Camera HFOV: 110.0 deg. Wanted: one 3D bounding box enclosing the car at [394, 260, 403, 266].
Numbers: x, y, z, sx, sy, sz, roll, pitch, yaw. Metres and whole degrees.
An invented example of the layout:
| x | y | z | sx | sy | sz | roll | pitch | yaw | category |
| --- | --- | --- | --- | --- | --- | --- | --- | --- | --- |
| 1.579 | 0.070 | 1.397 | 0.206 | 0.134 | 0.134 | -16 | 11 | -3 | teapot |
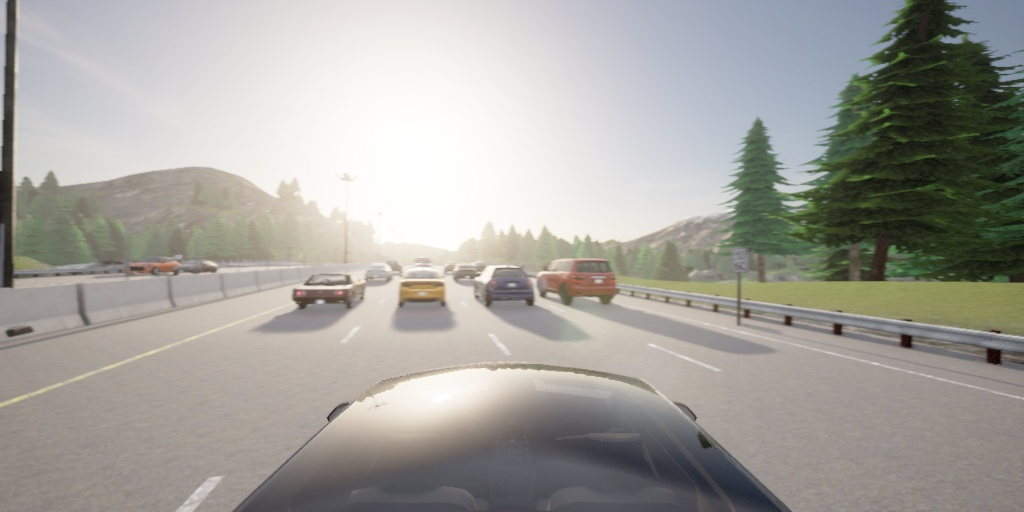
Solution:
| x | y | z | sx | sy | sz | roll | pitch | yaw | category |
| --- | --- | --- | --- | --- | --- | --- | --- | --- | --- |
| -14.497 | 1.212 | 43.916 | 2.097 | 1.767 | 4.553 | 1 | 0 | -14 | car |

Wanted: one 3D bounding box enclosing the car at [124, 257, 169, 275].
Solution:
| x | y | z | sx | sy | sz | roll | pitch | yaw | category |
| --- | --- | --- | --- | --- | --- | --- | --- | --- | --- |
| -33.596 | 0.853 | 33.651 | 2.097 | 1.767 | 4.553 | 1 | 0 | -14 | car |

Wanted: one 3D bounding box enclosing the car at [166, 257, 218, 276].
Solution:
| x | y | z | sx | sy | sz | roll | pitch | yaw | category |
| --- | --- | --- | --- | --- | --- | --- | --- | --- | --- |
| -30.170 | 1.080 | 34.376 | 1.812 | 1.442 | 4.674 | 1 | -1 | -14 | car |

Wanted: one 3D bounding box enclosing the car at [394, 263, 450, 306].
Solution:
| x | y | z | sx | sy | sz | roll | pitch | yaw | category |
| --- | --- | --- | --- | --- | --- | --- | --- | --- | --- |
| -3.994 | 1.281 | 16.054 | 1.882 | 1.535 | 5.008 | 1 | 0 | -14 | car |

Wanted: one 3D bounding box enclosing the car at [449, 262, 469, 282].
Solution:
| x | y | z | sx | sy | sz | roll | pitch | yaw | category |
| --- | --- | --- | --- | --- | --- | --- | --- | --- | --- |
| -4.161 | 1.424 | 31.288 | 1.837 | 1.490 | 4.892 | 1 | 0 | -14 | car |

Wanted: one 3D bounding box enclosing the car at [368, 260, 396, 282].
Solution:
| x | y | z | sx | sy | sz | roll | pitch | yaw | category |
| --- | --- | --- | --- | --- | --- | --- | --- | --- | --- |
| -10.973 | 1.329 | 29.680 | 1.812 | 1.442 | 4.674 | 1 | 0 | -14 | car |

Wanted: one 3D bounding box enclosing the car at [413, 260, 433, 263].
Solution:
| x | y | z | sx | sy | sz | roll | pitch | yaw | category |
| --- | --- | --- | --- | --- | --- | --- | --- | --- | --- |
| -7.557 | 1.352 | 30.445 | 2.128 | 1.511 | 4.902 | 1 | 0 | -14 | car |

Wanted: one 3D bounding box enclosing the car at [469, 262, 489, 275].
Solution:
| x | y | z | sx | sy | sz | roll | pitch | yaw | category |
| --- | --- | --- | --- | --- | --- | --- | --- | --- | --- |
| -4.315 | 1.537 | 46.466 | 1.837 | 1.490 | 4.892 | 1 | 0 | -14 | car |

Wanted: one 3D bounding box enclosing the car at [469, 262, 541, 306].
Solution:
| x | y | z | sx | sy | sz | roll | pitch | yaw | category |
| --- | --- | --- | --- | --- | --- | --- | --- | --- | --- |
| -0.504 | 1.206 | 16.515 | 2.097 | 1.767 | 4.553 | 1 | -1 | -14 | car |

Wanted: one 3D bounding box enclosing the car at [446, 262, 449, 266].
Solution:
| x | y | z | sx | sy | sz | roll | pitch | yaw | category |
| --- | --- | --- | --- | --- | --- | --- | --- | --- | --- |
| -7.712 | 1.466 | 45.625 | 2.128 | 1.511 | 4.902 | 1 | 0 | -14 | car |

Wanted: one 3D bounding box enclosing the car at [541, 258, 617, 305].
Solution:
| x | y | z | sx | sy | sz | roll | pitch | yaw | category |
| --- | --- | --- | --- | --- | --- | --- | --- | --- | --- |
| 2.906 | 1.126 | 17.304 | 2.150 | 2.045 | 5.566 | 1 | 0 | -14 | car |

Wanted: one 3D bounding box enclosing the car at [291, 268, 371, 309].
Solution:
| x | y | z | sx | sy | sz | roll | pitch | yaw | category |
| --- | --- | --- | --- | --- | --- | --- | --- | --- | --- |
| -7.308 | 1.345 | 14.858 | 1.895 | 1.301 | 4.718 | 1 | 0 | -14 | car |

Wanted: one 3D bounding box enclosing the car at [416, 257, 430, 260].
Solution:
| x | y | z | sx | sy | sz | roll | pitch | yaw | category |
| --- | --- | --- | --- | --- | --- | --- | --- | --- | --- |
| -11.112 | 1.133 | 44.816 | 2.150 | 2.045 | 5.566 | 1 | 0 | -14 | car |
